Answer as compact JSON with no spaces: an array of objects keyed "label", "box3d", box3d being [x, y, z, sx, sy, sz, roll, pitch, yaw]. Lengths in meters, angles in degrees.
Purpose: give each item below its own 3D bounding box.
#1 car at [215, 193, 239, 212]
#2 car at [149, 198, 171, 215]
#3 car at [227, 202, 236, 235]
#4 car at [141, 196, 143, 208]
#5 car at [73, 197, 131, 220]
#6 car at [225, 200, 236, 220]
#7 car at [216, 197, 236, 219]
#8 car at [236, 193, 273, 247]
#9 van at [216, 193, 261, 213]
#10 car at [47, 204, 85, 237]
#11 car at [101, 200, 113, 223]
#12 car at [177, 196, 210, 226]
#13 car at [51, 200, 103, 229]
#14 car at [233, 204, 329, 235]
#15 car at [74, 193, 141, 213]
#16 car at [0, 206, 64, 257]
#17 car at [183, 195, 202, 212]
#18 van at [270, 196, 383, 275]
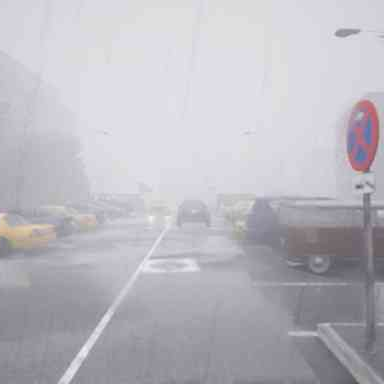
[{"label":"car","box3d":[4.639,1.232,29.174,4.553,1.767,2.185,0,0,0]},{"label":"car","box3d":[-3.096,1.351,32.916,1.882,1.535,5.008,0,0,0]},{"label":"car","box3d":[4.490,1.414,15.092,5.366,1.575,1.946,0,0,0]},{"label":"car","box3d":[-7.691,1.389,34.473,4.792,1.488,2.163,0,0,0]},{"label":"car","box3d":[-7.630,1.399,26.113,4.792,1.488,2.163,0,0,0]},{"label":"car","box3d":[4.670,1.433,20.675,4.674,1.452,2.002,0,0,0]},{"label":"car","box3d":[4.857,1.367,26.256,5.366,1.575,1.946,0,0,0]},{"label":"car","box3d":[4.704,1.177,12.425,5.566,2.045,2.435,0,0,0]},{"label":"van","box3d":[4.785,1.136,34.740,4.442,1.987,1.878,0,-1,0]},{"label":"car","box3d":[-7.683,1.446,14.938,4.792,1.488,2.163,0,0,0]},{"label":"car","box3d":[-7.686,1.423,20.526,4.792,1.488,2.163,0,0,0]},{"label":"car","box3d":[0.091,1.257,22.535,2.097,1.767,4.553,0,0,0]},{"label":"car","box3d":[-7.841,1.402,17.732,5.366,1.575,1.946,0,0,0]},{"label":"car","box3d":[4.672,1.445,18.008,4.674,1.452,2.002,0,0,0]},{"label":"car","box3d":[-7.631,1.107,28.906,5.566,2.045,2.435,0,0,0]},{"label":"car","box3d":[-7.839,1.425,12.145,5.366,1.575,1.946,0,0,0]},{"label":"car","box3d":[0.087,1.283,38.428,2.097,1.767,4.553,0,-1,0]},{"label":"van","box3d":[4.794,1.214,9.634,4.442,1.987,1.878,0,0,0]}]
